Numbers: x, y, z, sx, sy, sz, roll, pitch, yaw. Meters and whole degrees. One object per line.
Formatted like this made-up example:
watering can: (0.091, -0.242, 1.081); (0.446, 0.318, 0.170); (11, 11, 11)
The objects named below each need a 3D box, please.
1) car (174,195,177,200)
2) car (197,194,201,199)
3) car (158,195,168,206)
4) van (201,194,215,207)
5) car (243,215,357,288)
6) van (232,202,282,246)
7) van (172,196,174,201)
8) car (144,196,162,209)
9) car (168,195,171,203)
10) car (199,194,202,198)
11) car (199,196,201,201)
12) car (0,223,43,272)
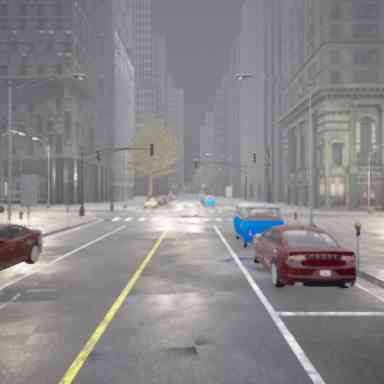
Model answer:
car: (-5.745, 1.746, 89.584); (1.947, 1.339, 4.313); (0, 0, 0)
car: (2.778, 1.689, 74.320); (2.008, 1.369, 4.403); (0, 0, 0)
car: (-5.750, 1.645, 57.851); (1.887, 1.381, 4.507); (0, 0, 0)
van: (2.775, 1.429, 52.668); (1.690, 1.788, 3.998); (0, 0, 0)
car: (2.780, 1.556, 9.158); (1.887, 1.381, 4.507); (0, 0, 0)
van: (2.782, 1.361, 14.683); (1.690, 1.788, 3.998); (0, 0, 0)
van: (-5.746, 1.493, 79.007); (1.690, 1.788, 3.998); (0, 0, 0)
car: (-5.758, 1.603, 47.101); (1.752, 1.417, 4.829); (0, 0, 0)
car: (-5.749, 1.427, 63.141); (2.192, 1.841, 5.009); (0, 0, 0)
car: (2.776, 1.657, 63.494); (1.887, 1.381, 4.507); (0, 0, 0)
car: (2.775, 1.666, 58.080); (1.947, 1.339, 4.313); (0, 0, 0)
car: (-5.775, 1.558, 9.178); (1.887, 1.381, 4.507); (0, 0, 0)
